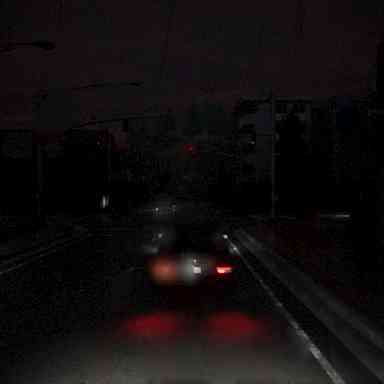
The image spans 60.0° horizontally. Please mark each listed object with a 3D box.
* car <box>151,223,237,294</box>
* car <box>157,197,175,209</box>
[{"bbox_3d":[0.038,1.547,8.901,2.033,1.411,5.357,0,0,0],"label":"car"},{"bbox_3d":[-3.712,1.526,46.013,1.812,1.442,4.674,0,0,0],"label":"car"}]
